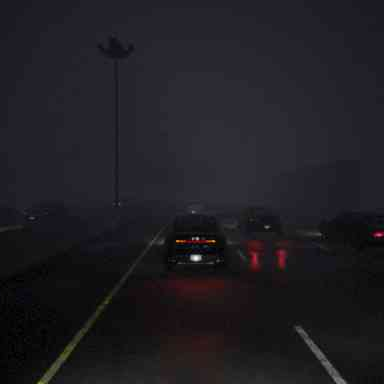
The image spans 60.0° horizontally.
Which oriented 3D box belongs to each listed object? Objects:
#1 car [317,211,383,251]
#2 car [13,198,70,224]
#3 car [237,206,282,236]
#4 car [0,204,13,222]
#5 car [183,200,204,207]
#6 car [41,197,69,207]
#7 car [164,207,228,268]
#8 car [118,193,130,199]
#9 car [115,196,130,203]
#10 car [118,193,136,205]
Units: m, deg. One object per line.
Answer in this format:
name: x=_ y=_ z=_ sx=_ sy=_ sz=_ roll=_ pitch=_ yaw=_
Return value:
car: x=7.104 y=1.522 z=14.004 sx=2.033 sy=1.411 sz=5.357 roll=0 pitch=0 yaw=0
car: x=-10.590 y=1.449 z=24.473 sx=2.128 sy=1.511 sz=4.902 roll=0 pitch=0 yaw=0
car: x=3.618 y=1.493 z=18.258 sx=1.812 sy=1.442 sz=4.674 roll=0 pitch=0 yaw=0
car: x=-14.092 y=1.560 z=23.437 sx=1.895 sy=1.301 sz=4.718 roll=0 pitch=0 yaw=0
car: x=0.110 y=1.472 z=30.566 sx=1.812 sy=1.442 sz=4.674 roll=0 pitch=0 yaw=0
car: x=-20.977 y=1.459 z=51.073 sx=2.033 sy=1.411 sz=5.357 roll=0 pitch=0 yaw=1
car: x=0.105 y=1.485 z=11.188 sx=1.837 sy=1.490 sz=4.892 roll=0 pitch=0 yaw=0
car: x=-16.785 y=1.015 z=81.979 sx=1.882 sy=1.535 sz=5.008 roll=0 pitch=0 yaw=1
car: x=-13.643 y=1.443 z=65.167 sx=1.994 sy=1.385 sz=4.181 roll=0 pitch=0 yaw=2
car: x=-10.396 y=1.401 z=54.659 sx=1.837 sy=1.490 sz=4.892 roll=0 pitch=3 yaw=2
